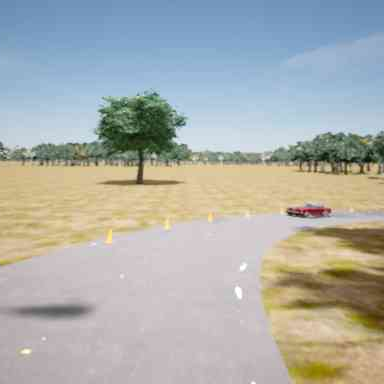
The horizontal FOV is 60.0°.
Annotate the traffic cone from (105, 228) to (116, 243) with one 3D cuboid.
[{"bbox_3d":[-3.360,1.773,13.674,0.340,0.580,0.340,2,1,17],"label":"traffic cone"}]

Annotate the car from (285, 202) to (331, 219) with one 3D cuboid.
[{"bbox_3d":[10.437,1.603,29.804,4.718,1.301,1.895,1,4,-38],"label":"car"}]

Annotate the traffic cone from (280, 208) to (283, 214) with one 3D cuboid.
[{"bbox_3d":[8.502,1.778,31.367,0.340,0.580,0.340,0,4,-40],"label":"traffic cone"}]

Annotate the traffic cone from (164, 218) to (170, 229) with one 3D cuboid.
[{"bbox_3d":[-1.392,1.757,18.704,0.340,0.580,0.340,3,1,25],"label":"traffic cone"}]

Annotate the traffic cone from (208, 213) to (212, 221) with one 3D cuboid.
[{"bbox_3d":[1.282,1.752,23.392,0.340,0.580,0.340,4,2,34],"label":"traffic cone"}]

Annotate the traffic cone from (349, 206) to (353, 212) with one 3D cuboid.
[{"bbox_3d":[17.699,1.889,36.936,0.340,0.580,0.340,1,4,-23],"label":"traffic cone"}]
